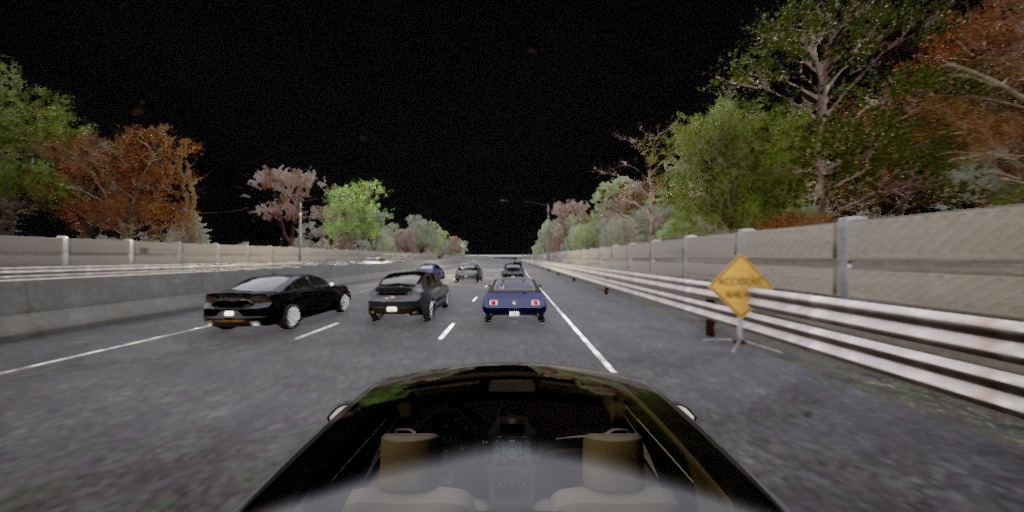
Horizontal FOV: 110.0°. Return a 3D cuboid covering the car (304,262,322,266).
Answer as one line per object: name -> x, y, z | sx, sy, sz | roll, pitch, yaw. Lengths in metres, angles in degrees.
car -> -24.573, 1.439, 44.876 | 2.033, 1.411, 5.357 | 0, 0, 0

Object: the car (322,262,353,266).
car -> -21.075, 1.438, 44.927 | 2.033, 1.411, 5.357 | 0, 0, 0

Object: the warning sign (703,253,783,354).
warning sign -> 4.551, 0.878, 7.157 | 1.300, 1.860, 1.060 | 0, 0, 0

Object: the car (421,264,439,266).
car -> -6.908, 1.361, 30.224 | 1.812, 1.442, 4.674 | 0, 0, 0

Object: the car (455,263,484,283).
car -> -3.412, 1.323, 29.197 | 2.128, 1.511, 4.902 | 0, 0, 0

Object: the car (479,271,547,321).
car -> 0.084, 1.379, 12.522 | 1.895, 1.301, 4.718 | 0, 0, 0

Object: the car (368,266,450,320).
car -> -3.418, 1.283, 12.655 | 1.837, 1.490, 4.892 | 0, 0, 0

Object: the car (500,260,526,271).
car -> 0.089, 1.337, 29.470 | 1.837, 1.490, 4.892 | 0, 0, 0

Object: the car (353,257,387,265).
car -> -17.574, 1.117, 45.471 | 2.150, 2.045, 5.566 | 0, -1, 0

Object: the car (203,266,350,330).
car -> -6.923, 1.252, 11.267 | 1.882, 1.535, 5.008 | 0, 0, 0
